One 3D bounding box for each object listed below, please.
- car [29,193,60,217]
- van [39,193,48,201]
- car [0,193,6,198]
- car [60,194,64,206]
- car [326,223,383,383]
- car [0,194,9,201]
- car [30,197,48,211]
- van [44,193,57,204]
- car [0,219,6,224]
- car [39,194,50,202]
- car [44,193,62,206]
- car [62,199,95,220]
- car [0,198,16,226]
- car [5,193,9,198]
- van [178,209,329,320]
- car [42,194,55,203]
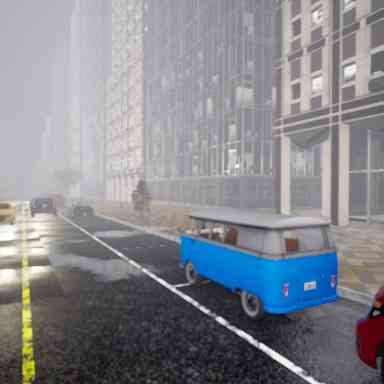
[{"bbox_3d":[-13.661,1.257,30.521,2.097,1.767,4.553,0,0,-27],"label":"car"},{"bbox_3d":[-34.943,1.094,78.093,1.690,1.788,3.998,-1,1,-27],"label":"van"},{"bbox_3d":[-34.684,1.388,59.098,1.947,1.339,4.313,-1,0,-27],"label":"car"},{"bbox_3d":[-19.489,1.165,47.694,2.192,1.841,5.009,-1,1,-27],"label":"car"},{"bbox_3d":[3.694,1.304,2.096,2.192,1.841,5.009,-1,1,-27],"label":"car"},{"bbox_3d":[-44.988,1.197,79.363,1.967,1.590,4.097,-1,1,-27],"label":"car"},{"bbox_3d":[-18.509,1.380,40.046,1.837,1.490,4.892,0,0,-27],"label":"car"},{"bbox_3d":[-24.640,1.160,57.828,1.690,1.788,3.998,-1,1,-27],"label":"van"},{"bbox_3d":[-4.925,1.530,6.309,2.033,1.411,5.357,0,0,-26],"label":"car"},{"bbox_3d":[-32.367,1.210,73.028,1.967,1.590,4.097,-1,1,-27],"label":"car"},{"bbox_3d":[-22.065,1.149,52.761,2.192,1.841,5.009,-1,1,-27],"label":"car"},{"bbox_3d":[-9.183,1.463,27.430,2.008,1.369,4.403,-1,1,-27],"label":"car"},{"bbox_3d":[-13.149,1.410,22.693,1.882,1.535,5.008,0,0,-27],"label":"car"},{"bbox_3d":[-39.836,1.341,69.231,2.008,1.369,4.403,-1,0,-27],"label":"car"},{"bbox_3d":[1.118,1.315,7.163,1.690,1.788,3.998,-1,1,-27],"label":"van"},{"bbox_3d":[-27.215,1.242,62.895,1.967,1.590,4.097,-1,1,-27],"label":"car"}]
